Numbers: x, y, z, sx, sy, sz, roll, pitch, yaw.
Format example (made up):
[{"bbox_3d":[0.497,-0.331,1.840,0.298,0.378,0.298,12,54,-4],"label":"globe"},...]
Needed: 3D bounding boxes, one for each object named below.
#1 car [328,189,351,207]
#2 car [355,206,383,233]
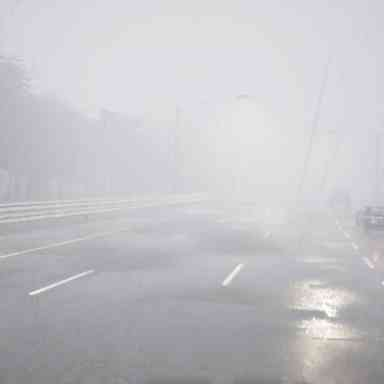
[{"bbox_3d":[18.070,0.691,40.814,2.150,2.045,5.566,1,1,19],"label":"car"},{"bbox_3d":[9.803,1.388,17.423,1.895,1.301,4.718,1,1,19],"label":"car"}]
